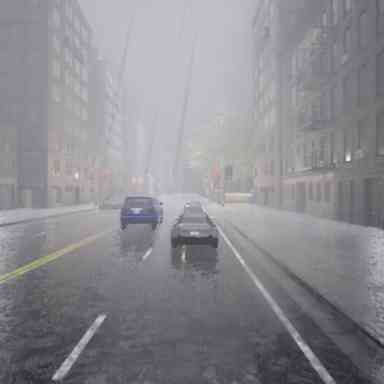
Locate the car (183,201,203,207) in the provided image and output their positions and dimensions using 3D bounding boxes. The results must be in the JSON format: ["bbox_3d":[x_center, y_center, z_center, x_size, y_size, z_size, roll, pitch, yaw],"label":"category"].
[{"bbox_3d":[0.114,1.567,32.416,2.033,1.411,5.357,0,0,0],"label":"car"}]

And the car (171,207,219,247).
[{"bbox_3d":[0.107,1.571,14.959,1.994,1.385,4.181,0,0,0],"label":"car"}]

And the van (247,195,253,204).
[{"bbox_3d":[12.191,1.447,61.372,3.998,1.788,1.690,0,0,1],"label":"van"}]

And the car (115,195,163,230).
[{"bbox_3d":[-3.141,1.233,21.562,2.150,2.045,5.566,0,0,0],"label":"car"}]

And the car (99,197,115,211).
[{"bbox_3d":[-9.812,1.377,40.572,2.097,1.767,4.553,0,0,0],"label":"car"}]

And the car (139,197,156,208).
[{"bbox_3d":[-6.521,1.539,49.510,1.837,1.490,4.892,0,0,1],"label":"car"}]
